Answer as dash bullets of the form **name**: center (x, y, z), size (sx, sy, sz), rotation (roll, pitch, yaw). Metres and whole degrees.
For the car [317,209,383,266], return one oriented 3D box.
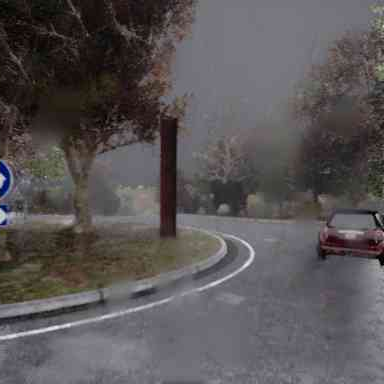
- **car**: center (6.065, 1.400, 12.104), size (2.097, 1.767, 4.553), rotation (1, 0, 33)
